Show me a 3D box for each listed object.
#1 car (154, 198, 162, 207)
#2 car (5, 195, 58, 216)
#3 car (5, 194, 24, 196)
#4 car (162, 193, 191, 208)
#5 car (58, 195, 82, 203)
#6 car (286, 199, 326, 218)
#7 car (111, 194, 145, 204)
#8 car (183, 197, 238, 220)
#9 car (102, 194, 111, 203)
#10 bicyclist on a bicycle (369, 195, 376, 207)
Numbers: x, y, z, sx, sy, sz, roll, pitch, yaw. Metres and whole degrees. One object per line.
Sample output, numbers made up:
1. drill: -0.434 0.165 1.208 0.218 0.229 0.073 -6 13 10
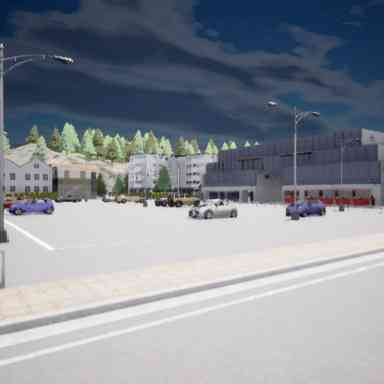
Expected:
1. car: -3.081 1.040 45.212 3.866 1.878 1.905 0 0 -35
2. car: -14.219 1.281 29.483 3.633 1.501 1.845 0 0 -35
3. car: -19.907 1.259 37.700 4.514 1.523 2.007 0 0 -35
4. car: -1.079 1.061 43.066 4.605 1.855 1.932 0 0 -35
5. car: -22.224 1.258 59.742 4.514 1.523 2.007 0 0 -35
6. car: 9.450 1.339 27.752 3.633 1.501 1.845 0 0 -35
7. car: -10.408 1.116 55.700 5.027 1.636 2.152 0 0 -35
8. car: 1.660 1.349 25.946 3.806 1.475 1.970 0 0 -35
9. car: -14.348 1.194 60.776 3.806 1.475 1.970 0 0 -35
10. bicyclist on a bicycle: 23.952 1.258 44.132 1.656 1.620 0.582 0 0 -35
